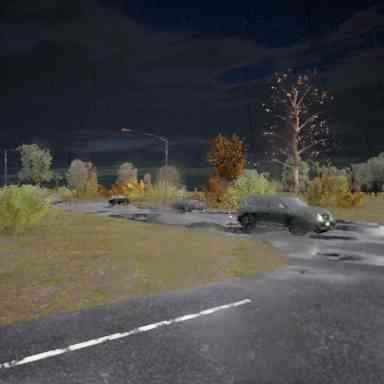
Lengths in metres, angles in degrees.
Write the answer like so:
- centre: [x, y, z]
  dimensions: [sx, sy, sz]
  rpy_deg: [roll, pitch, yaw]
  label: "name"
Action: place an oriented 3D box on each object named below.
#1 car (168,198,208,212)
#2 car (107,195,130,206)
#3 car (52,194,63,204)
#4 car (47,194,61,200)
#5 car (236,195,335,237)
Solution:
- centre: [-0.526, 1.415, 37.011]
  dimensions: [2.033, 1.411, 5.357]
  rpy_deg: [0, 0, -37]
  label: "car"
- centre: [-11.341, 1.258, 51.188]
  dimensions: [1.882, 1.535, 5.008]
  rpy_deg: [0, 0, -37]
  label: "car"
- centre: [-22.718, 1.303, 54.647]
  dimensions: [1.994, 1.385, 4.181]
  rpy_deg: [0, 0, -37]
  label: "car"
- centre: [-33.152, 1.116, 79.789]
  dimensions: [1.994, 1.385, 4.181]
  rpy_deg: [0, 0, -37]
  label: "car"
- centre: [4.913, 1.189, 18.332]
  dimensions: [2.150, 2.045, 5.566]
  rpy_deg: [0, 0, -37]
  label: "car"
